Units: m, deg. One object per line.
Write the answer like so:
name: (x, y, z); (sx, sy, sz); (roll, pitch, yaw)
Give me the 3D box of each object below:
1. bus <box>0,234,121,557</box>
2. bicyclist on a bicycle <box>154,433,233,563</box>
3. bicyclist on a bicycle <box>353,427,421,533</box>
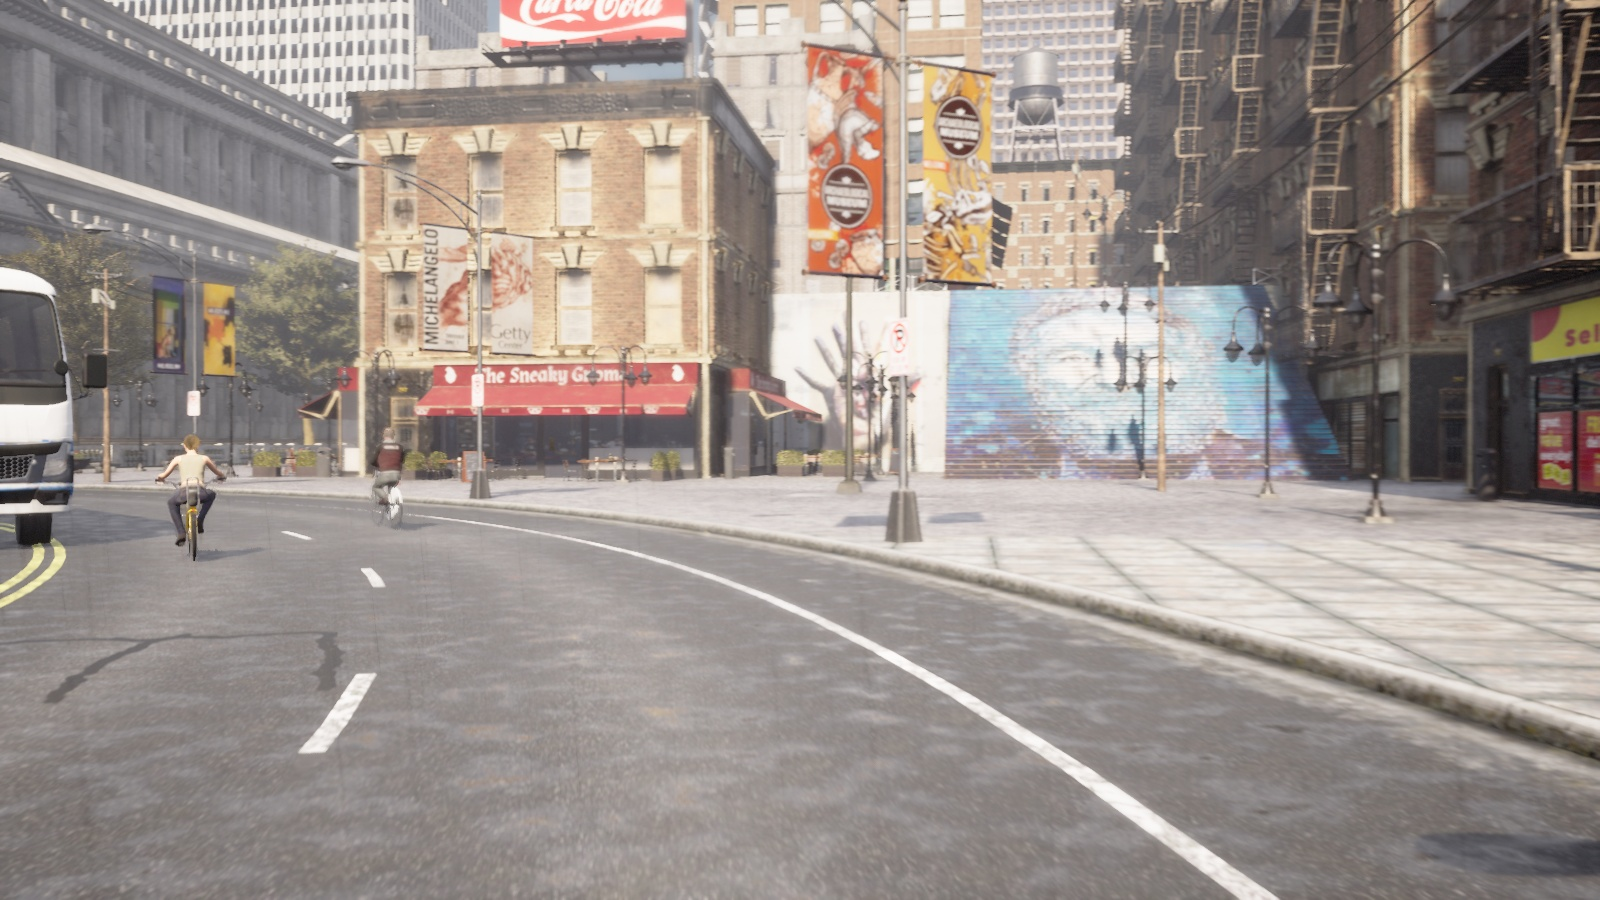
bus: (-14.371, -0.738, 20.028); (3.944, 4.253, 10.273); (0, 0, -42)
bicyclist on a bicycle: (-7.987, 0.593, 16.506); (0.866, 1.612, 1.509); (-1, 1, -28)
bicyclist on a bicycle: (-7.265, 0.495, 22.041); (0.659, 1.776, 1.843); (-1, 1, -34)
